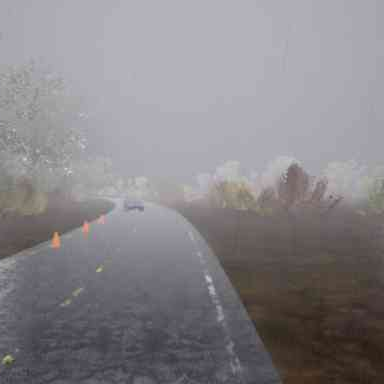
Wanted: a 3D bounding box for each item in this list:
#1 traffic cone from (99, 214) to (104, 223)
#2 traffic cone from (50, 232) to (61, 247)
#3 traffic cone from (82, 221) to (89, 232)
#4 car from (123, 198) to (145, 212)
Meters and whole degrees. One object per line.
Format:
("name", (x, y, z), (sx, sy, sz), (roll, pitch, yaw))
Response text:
("traffic cone", (-6.351, 1.867, 23.401), (0.340, 0.580, 0.340), (0, 0, -6))
("traffic cone", (-5.538, 1.906, 13.547), (0.340, 0.580, 0.340), (0, 0, -4))
("traffic cone", (-5.894, 1.887, 18.478), (0.340, 0.580, 0.340), (0, 0, -5))
("car", (-6.554, 1.409, 36.840), (2.033, 1.411, 5.357), (0, 0, -18))
